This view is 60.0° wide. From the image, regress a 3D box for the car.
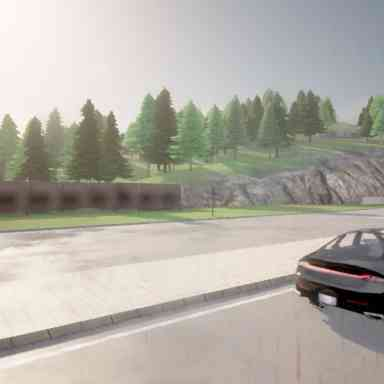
[{"bbox_3d":[4.124,1.492,6.690,4.902,1.511,2.128,0,0,-35],"label":"car"}]
